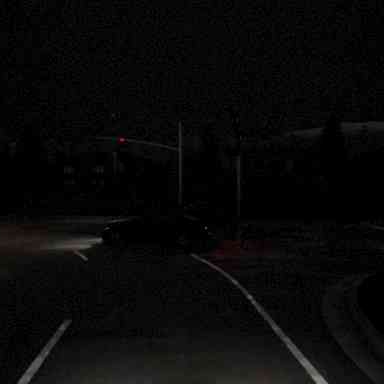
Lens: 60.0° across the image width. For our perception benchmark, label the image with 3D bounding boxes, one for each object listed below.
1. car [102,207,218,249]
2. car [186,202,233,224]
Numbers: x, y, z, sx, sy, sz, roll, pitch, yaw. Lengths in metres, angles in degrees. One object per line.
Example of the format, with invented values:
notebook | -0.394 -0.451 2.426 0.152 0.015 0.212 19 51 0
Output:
car | -1.436 1.514 14.000 4.674 1.442 1.812 0 0 10
car | 0.523 1.472 24.315 4.902 1.511 2.128 0 0 10
